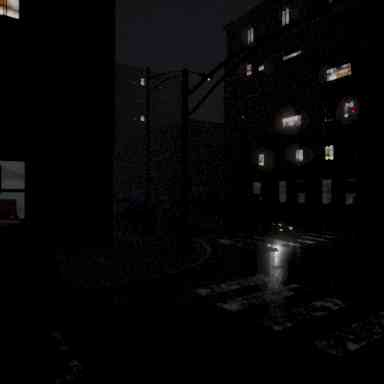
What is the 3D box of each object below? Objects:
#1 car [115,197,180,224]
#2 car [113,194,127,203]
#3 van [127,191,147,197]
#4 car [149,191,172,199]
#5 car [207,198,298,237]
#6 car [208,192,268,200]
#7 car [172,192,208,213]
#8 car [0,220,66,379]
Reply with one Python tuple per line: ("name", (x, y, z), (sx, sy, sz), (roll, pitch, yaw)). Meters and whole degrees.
("car", (-2.961, 1.236, 21.203), (1.947, 1.339, 4.313), (1, 0, -35))
("car", (-8.960, 0.880, 44.057), (1.802, 1.307, 4.206), (1, 0, -35))
("van", (-5.749, 0.733, 39.559), (1.690, 1.788, 3.998), (1, 0, -35))
("car", (-2.548, 0.927, 35.065), (1.967, 1.590, 4.097), (1, 0, -35))
("car", (3.148, 1.346, 17.244), (1.837, 1.490, 4.892), (0, 2, -35))
("car", (3.868, 1.000, 26.069), (2.192, 1.841, 5.009), (1, 0, -35))
("car", (0.662, 0.900, 30.567), (2.192, 1.841, 5.009), (1, 0, -35))
("car", (-4.040, 1.315, 3.679), (5.009, 1.841, 2.192), (0, 0, -35))
